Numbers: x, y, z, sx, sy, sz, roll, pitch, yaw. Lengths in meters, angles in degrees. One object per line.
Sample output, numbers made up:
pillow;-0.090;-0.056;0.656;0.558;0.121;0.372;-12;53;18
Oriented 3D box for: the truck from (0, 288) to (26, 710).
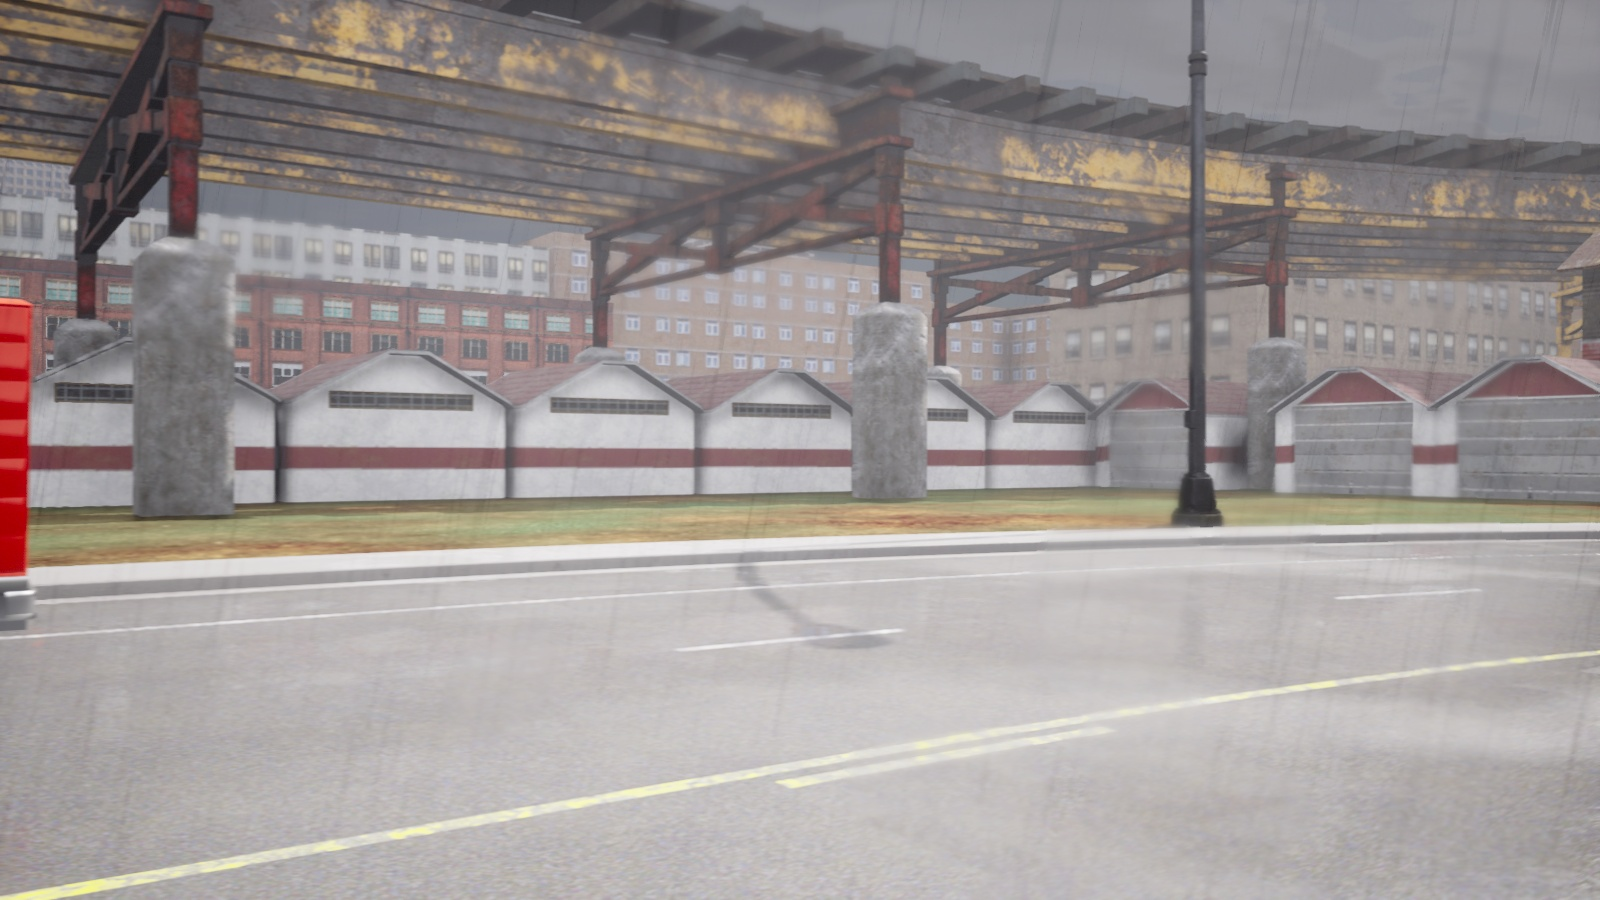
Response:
truck;-7.453;0.291;7.003;5.204;2.467;2.627;0;0;-35
